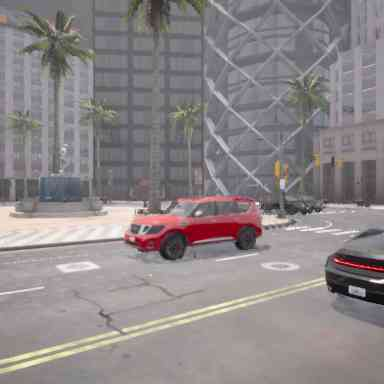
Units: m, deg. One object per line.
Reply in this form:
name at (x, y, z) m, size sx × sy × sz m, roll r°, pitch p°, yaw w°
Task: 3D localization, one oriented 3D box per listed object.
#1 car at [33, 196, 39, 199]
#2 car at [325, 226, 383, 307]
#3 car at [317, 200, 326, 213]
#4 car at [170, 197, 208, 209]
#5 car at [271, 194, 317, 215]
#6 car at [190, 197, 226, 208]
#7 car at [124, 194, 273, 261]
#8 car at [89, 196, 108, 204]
car at (-28.454, 1.491, 61.334) m, size 4.902 × 1.511 × 2.128 m, roll 0°, pitch 0°, yaw -10°
car at (4.893, 1.505, 7.279) m, size 4.892 × 1.490 × 1.837 m, roll 0°, pitch 0°, yaw -35°
car at (11.847, 1.221, 36.791) m, size 2.150 × 2.045 × 5.566 m, roll 0°, pitch 0°, yaw -37°
car at (-0.423, 1.476, 45.533) m, size 5.008 × 1.535 × 1.882 m, roll 0°, pitch 0°, yaw 36°
car at (9.446, 1.221, 33.951) m, size 2.150 × 2.045 × 5.566 m, roll 0°, pitch 0°, yaw -34°
car at (2.259, 1.490, 47.801) m, size 4.902 × 1.511 × 2.128 m, roll 0°, pitch 0°, yaw 38°
car at (0.266, 1.221, 12.701) m, size 5.566 × 2.045 × 2.150 m, roll 0°, pitch 0°, yaw -35°
car at (-18.294, 1.477, 62.134) m, size 5.008 × 1.535 × 1.882 m, roll 0°, pitch 0°, yaw 2°
